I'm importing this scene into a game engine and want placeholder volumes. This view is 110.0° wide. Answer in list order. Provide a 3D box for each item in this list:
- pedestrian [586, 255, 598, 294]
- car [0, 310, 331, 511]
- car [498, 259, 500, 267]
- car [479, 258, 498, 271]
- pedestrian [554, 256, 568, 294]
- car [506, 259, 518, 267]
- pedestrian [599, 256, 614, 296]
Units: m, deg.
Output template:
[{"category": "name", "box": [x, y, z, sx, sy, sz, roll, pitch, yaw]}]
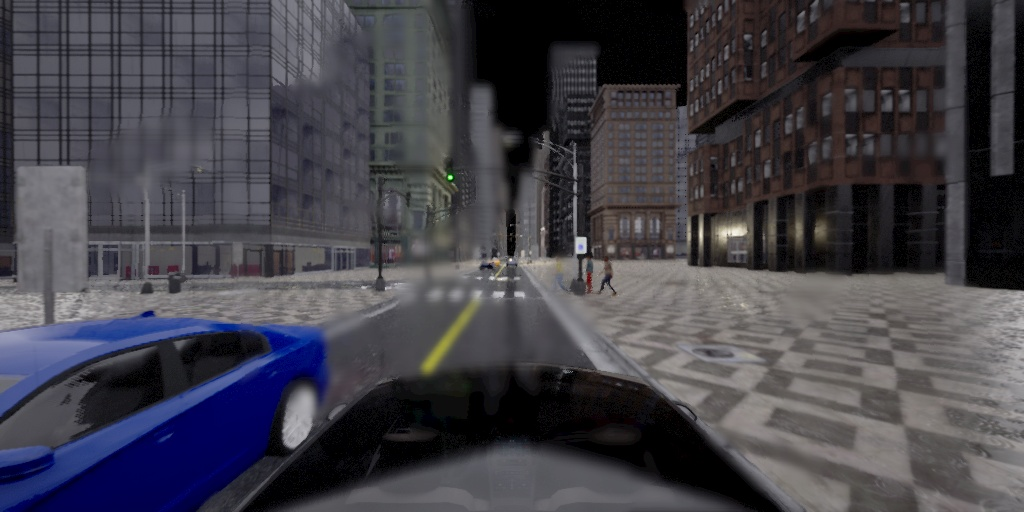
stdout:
[{"category": "pedestrian", "box": [3.589, 0.841, 16.460, 0.375, 1.860, 0.375, 0, 0, 0]}, {"category": "car", "box": [-3.092, 1.226, 2.208, 1.882, 1.535, 5.008, 0, 0, 0]}, {"category": "car", "box": [-3.052, 1.036, 60.874, 1.882, 1.535, 5.008, 0, 0, 1]}, {"category": "car", "box": [-3.089, 1.204, 45.265, 1.895, 1.301, 4.718, 0, 0, 0]}, {"category": "pedestrian", "box": [2.326, 0.839, 17.016, 0.375, 1.860, 0.375, 0, 0, 0]}, {"category": "car", "box": [-0.014, 1.119, 62.244, 1.994, 1.385, 4.181, 0, 0, 0]}, {"category": "pedestrian", "box": [4.157, 0.841, 15.787, 0.375, 1.860, 0.375, 0, 0, 0]}]
